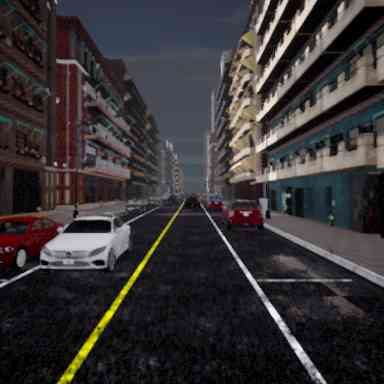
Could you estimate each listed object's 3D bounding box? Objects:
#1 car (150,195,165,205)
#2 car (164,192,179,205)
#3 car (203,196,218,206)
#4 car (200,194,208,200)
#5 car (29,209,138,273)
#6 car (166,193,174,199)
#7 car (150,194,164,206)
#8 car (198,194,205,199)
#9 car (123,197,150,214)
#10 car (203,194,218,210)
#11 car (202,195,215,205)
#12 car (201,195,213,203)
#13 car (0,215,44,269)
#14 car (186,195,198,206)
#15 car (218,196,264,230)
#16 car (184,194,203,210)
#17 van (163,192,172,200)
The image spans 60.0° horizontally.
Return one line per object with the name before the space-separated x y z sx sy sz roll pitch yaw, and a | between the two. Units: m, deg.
car | -5.690 1.297 55.128 2.008 1.369 4.403 1 0 0
car | -3.063 1.258 53.408 1.837 1.490 4.892 0 0 0
car | 2.692 1.315 49.592 1.887 1.381 4.507 1 0 0
car | 2.689 1.177 77.379 1.752 1.417 4.829 0 0 0
car | -3.093 1.474 10.633 1.812 1.442 4.674 0 0 0
car | -5.694 1.132 88.098 1.752 1.417 4.829 1 0 0
car | -5.689 1.321 49.605 2.008 1.369 4.403 1 0 0
car | 2.685 1.166 93.780 1.802 1.307 4.206 0 0 0
car | -5.687 1.395 33.034 2.008 1.369 4.403 1 0 0
car | 2.694 1.260 38.545 1.967 1.590 4.097 1 0 0
car | 2.691 1.291 55.116 1.887 1.381 4.507 0 0 0
car | 2.690 1.288 60.640 1.947 1.339 4.313 0 0 0
car | -5.684 1.492 10.941 1.887 1.381 4.507 1 0 0
car | -0.006 1.274 50.169 1.837 1.490 4.892 0 1 0
car | 2.998 1.254 20.575 2.097 1.767 4.553 0 0 0
car | 0.044 1.293 39.561 1.882 1.535 5.008 0 0 1
van | -5.691 0.993 77.220 1.690 1.788 3.998 1 0 0
